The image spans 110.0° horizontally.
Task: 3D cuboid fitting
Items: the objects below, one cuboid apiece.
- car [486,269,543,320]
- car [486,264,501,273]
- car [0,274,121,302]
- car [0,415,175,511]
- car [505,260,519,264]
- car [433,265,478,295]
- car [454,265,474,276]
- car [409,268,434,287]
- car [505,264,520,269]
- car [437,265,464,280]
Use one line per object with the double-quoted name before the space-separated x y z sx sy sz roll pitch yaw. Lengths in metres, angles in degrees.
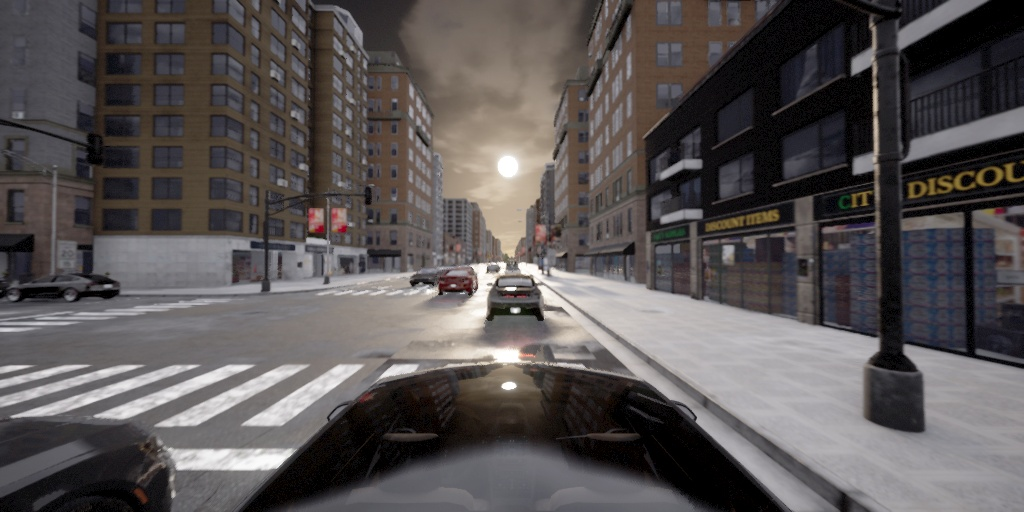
"car" 0.102 1.403 13.301 1.837 1.490 4.892 0 0 0
"car" -3.246 2.061 59.618 1.994 1.385 4.181 0 -1 0
"car" -22.147 1.539 17.825 4.313 1.339 1.948 0 0 0
"car" -3.148 1.239 0.339 1.837 1.490 4.892 0 -1 0
"car" 0.019 1.735 60.653 2.150 2.045 5.566 0 0 0
"car" -3.148 1.481 21.731 1.882 1.535 5.008 0 -1 0
"car" -6.497 1.911 49.488 2.033 1.411 5.357 0 -1 0
"car" -6.597 1.639 28.539 2.033 1.411 5.357 0 -1 0
"car" 0.103 1.864 41.835 1.895 1.301 4.718 0 -1 0
"car" -6.573 1.774 38.990 2.033 1.411 5.357 0 -1 1
